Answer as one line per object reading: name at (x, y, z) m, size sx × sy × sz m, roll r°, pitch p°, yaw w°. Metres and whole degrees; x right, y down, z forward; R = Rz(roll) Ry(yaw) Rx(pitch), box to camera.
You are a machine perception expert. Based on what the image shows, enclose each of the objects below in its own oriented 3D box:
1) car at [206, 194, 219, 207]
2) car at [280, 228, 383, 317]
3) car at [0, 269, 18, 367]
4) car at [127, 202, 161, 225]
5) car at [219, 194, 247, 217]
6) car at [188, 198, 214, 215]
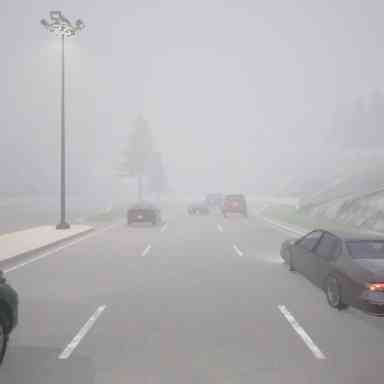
car at (3.242, 1.215, 43.894) m, size 2.150 × 2.045 × 5.566 m, roll 0°, pitch 0°, yaw 16°
car at (3.601, 1.546, 7.755) m, size 2.033 × 1.411 × 5.357 m, roll 0°, pitch 0°, yaw 0°
car at (-3.400, 1.221, 2.090) m, size 2.150 × 2.045 × 5.566 m, roll 0°, pitch 0°, yaw 0°
car at (-3.352, 1.474, 23.972) m, size 1.882 × 1.535 × 5.008 m, roll 0°, pitch 0°, yaw 1°
car at (3.950, 1.216, 31.430) m, size 2.150 × 2.045 × 5.566 m, roll 0°, pitch 0°, yaw 4°
car at (0.822, 1.596, 33.833) m, size 1.895 × 1.301 × 4.718 m, roll 0°, pitch 0°, yaw 8°
